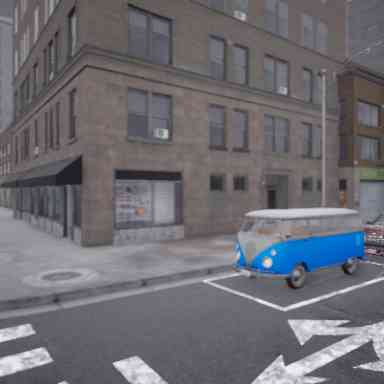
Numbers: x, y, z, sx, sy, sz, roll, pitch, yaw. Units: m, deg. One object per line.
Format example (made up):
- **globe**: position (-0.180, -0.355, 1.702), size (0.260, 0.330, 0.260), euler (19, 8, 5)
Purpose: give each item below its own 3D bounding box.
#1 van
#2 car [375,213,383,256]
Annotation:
- **van**: position (2.947, 1.339, 8.868), size (3.998, 1.788, 1.690), euler (0, 0, -36)
- **car**: position (7.561, 1.436, 12.160), size (4.097, 1.590, 1.967), euler (0, 0, -36)
